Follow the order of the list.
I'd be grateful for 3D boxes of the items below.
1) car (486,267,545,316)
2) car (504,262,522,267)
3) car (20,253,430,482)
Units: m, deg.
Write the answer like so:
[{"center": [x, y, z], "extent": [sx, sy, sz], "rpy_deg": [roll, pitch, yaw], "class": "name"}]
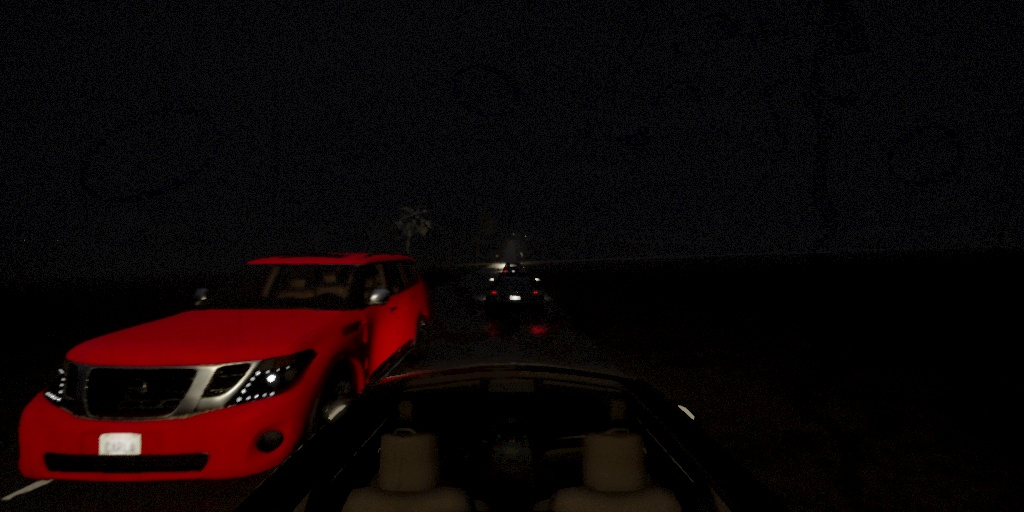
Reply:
[{"center": [0.101, 1.286, 13.279], "extent": [1.994, 1.385, 4.181], "rpy_deg": [0, 0, 0], "class": "car"}, {"center": [0.101, 1.244, 30.881], "extent": [2.033, 1.411, 5.357], "rpy_deg": [0, 0, 0], "class": "car"}, {"center": [-2.750, 0.962, 5.279], "extent": [2.150, 2.045, 5.566], "rpy_deg": [0, 0, 0], "class": "car"}]
